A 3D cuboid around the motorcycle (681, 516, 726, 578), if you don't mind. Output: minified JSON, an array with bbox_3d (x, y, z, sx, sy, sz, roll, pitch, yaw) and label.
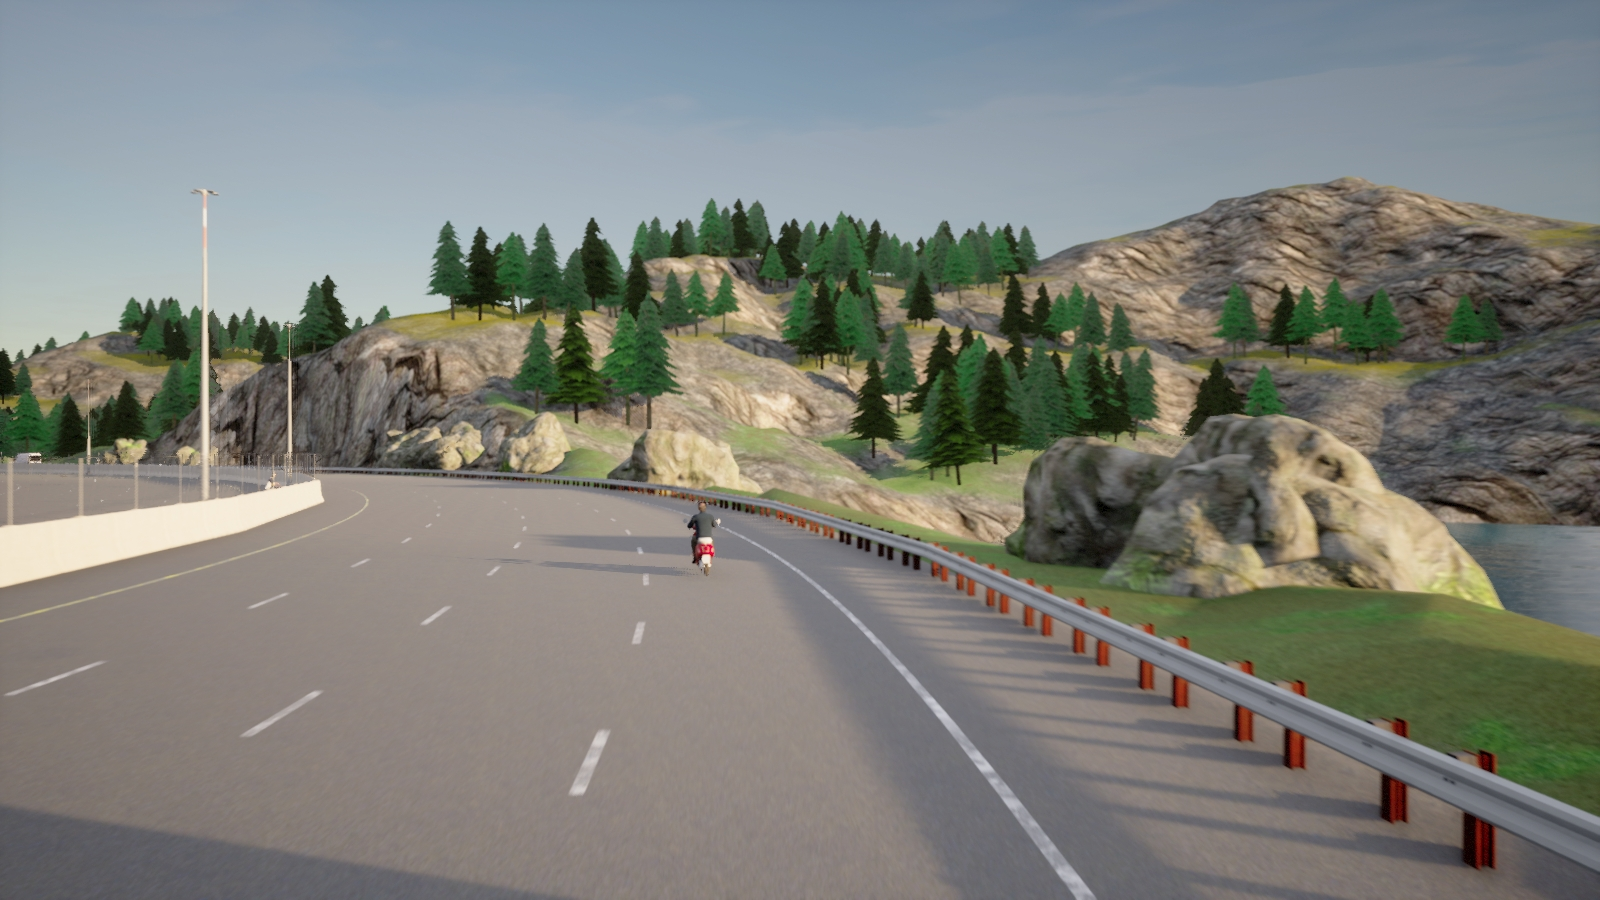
[{"bbox_3d":[-2.220,2.195,26.194,0.856,1.236,1.805,-1,0,-10],"label":"motorcycle"}]

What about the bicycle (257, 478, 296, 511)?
[{"bbox_3d":[-24.758,2.095,54.028,1.643,1.514,0.373,0,-1,-17],"label":"bicycle"}]
